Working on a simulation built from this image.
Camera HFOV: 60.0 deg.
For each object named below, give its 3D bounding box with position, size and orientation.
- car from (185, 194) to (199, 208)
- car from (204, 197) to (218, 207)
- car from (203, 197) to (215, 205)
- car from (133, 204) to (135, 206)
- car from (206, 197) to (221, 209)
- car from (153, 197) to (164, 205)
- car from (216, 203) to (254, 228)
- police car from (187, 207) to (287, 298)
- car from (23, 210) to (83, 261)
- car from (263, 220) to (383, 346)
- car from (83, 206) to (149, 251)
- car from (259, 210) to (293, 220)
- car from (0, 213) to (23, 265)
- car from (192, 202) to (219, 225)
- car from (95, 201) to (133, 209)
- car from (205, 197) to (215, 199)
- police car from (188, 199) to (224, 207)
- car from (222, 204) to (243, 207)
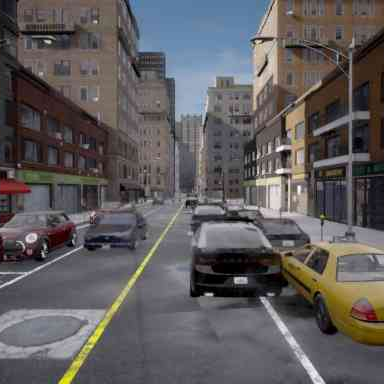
[{"bbox_3d":[0.033,1.449,48.424,1.882,1.535,5.008,0,0,0],"label":"car"},{"bbox_3d":[2.865,1.534,51.047,1.947,1.339,4.313,-1,0,0],"label":"car"},{"bbox_3d":[2.866,1.544,56.633,1.802,1.307,4.206,-1,0,0],"label":"car"},{"bbox_3d":[-5.678,1.570,28.703,1.802,1.307,4.206,-1,0,0],"label":"car"},{"bbox_3d":[2.864,1.499,45.631,1.752,1.417,4.829,-1,0,0],"label":"car"},{"bbox_3d":[-5.679,1.507,56.631,1.887,1.381,4.507,-1,0,0],"label":"car"},{"bbox_3d":[2.860,1.542,23.118,2.008,1.369,4.403,-1,0,0],"label":"car"},{"bbox_3d":[0.899,1.422,8.697,1.930,1.638,5.238,0,0,0],"label":"police car"},{"bbox_3d":[-5.679,1.436,11.946,1.967,1.590,4.097,-1,0,0],"label":"car"},{"bbox_3d":[2.856,1.523,6.530,1.752,1.417,4.829,-1,0,0],"label":"car"},{"bbox_3d":[-3.001,1.542,14.317,2.033,1.411,5.357,0,0,0],"label":"car"},{"bbox_3d":[2.857,1.562,11.946,1.947,1.339,4.313,-1,0,0],"label":"car"},{"bbox_3d":[-5.680,1.313,6.360,2.192,1.841,5.009,-1,0,0],"label":"car"},{"bbox_3d":[0.898,1.516,24.588,1.812,1.442,4.674,0,0,0],"label":"car"},{"bbox_3d":[-5.679,1.431,23.117,1.967,1.590,4.097,-1,0,0],"label":"car"},{"bbox_3d":[2.863,1.530,39.875,2.008,1.369,4.403,-1,0,0],"label":"car"},{"bbox_3d":[0.898,1.418,18.698,1.930,1.638,5.238,0,0,0],"label":"police car"},{"bbox_3d":[2.858,1.559,17.532,1.947,1.339,4.313,-1,0,0],"label":"car"}]
